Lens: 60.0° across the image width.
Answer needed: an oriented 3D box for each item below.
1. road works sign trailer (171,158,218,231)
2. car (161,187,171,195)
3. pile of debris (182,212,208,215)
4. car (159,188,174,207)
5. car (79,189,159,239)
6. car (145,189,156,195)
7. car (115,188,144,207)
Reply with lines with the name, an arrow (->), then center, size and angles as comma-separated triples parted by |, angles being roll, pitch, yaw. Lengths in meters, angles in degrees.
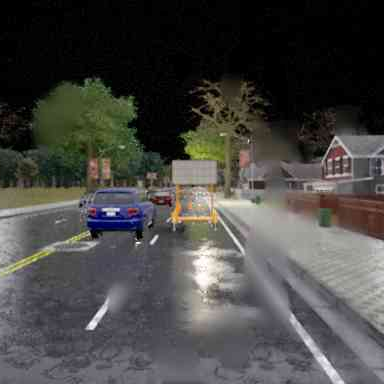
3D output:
road works sign trailer -> 0.143, 0.041, 17.404 | 2.380, 3.560, 2.880 | 0, 1, 0
car -> -5.879, -0.235, 74.846 | 1.882, 1.535, 5.008 | 0, 1, 0
pile of debris -> 0.202, 1.576, 24.441 | 1.860, 0.140, 1.500 | 0, 1, 1
car -> -2.872, 0.675, 33.678 | 1.882, 1.535, 5.008 | 0, 1, 0
car -> -3.027, 0.853, 15.196 | 2.150, 2.045, 5.566 | 0, 1, 0
car -> -9.136, -0.097, 74.013 | 1.895, 1.301, 4.718 | 0, 1, 0
car -> -6.314, 0.541, 34.108 | 2.097, 1.767, 4.553 | 0, 1, 1
